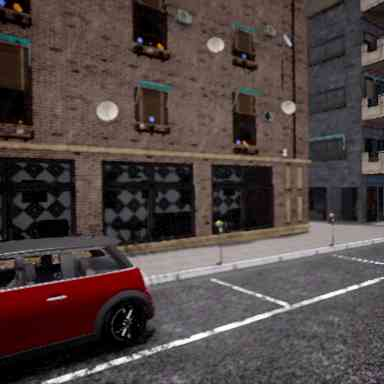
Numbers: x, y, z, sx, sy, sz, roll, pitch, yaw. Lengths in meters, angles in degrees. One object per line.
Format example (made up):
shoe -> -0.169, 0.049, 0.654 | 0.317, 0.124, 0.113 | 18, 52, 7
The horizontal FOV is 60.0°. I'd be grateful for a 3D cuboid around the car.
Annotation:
car -> -2.662, 1.440, 4.678 | 4.097, 1.590, 1.967 | 0, -1, -35
